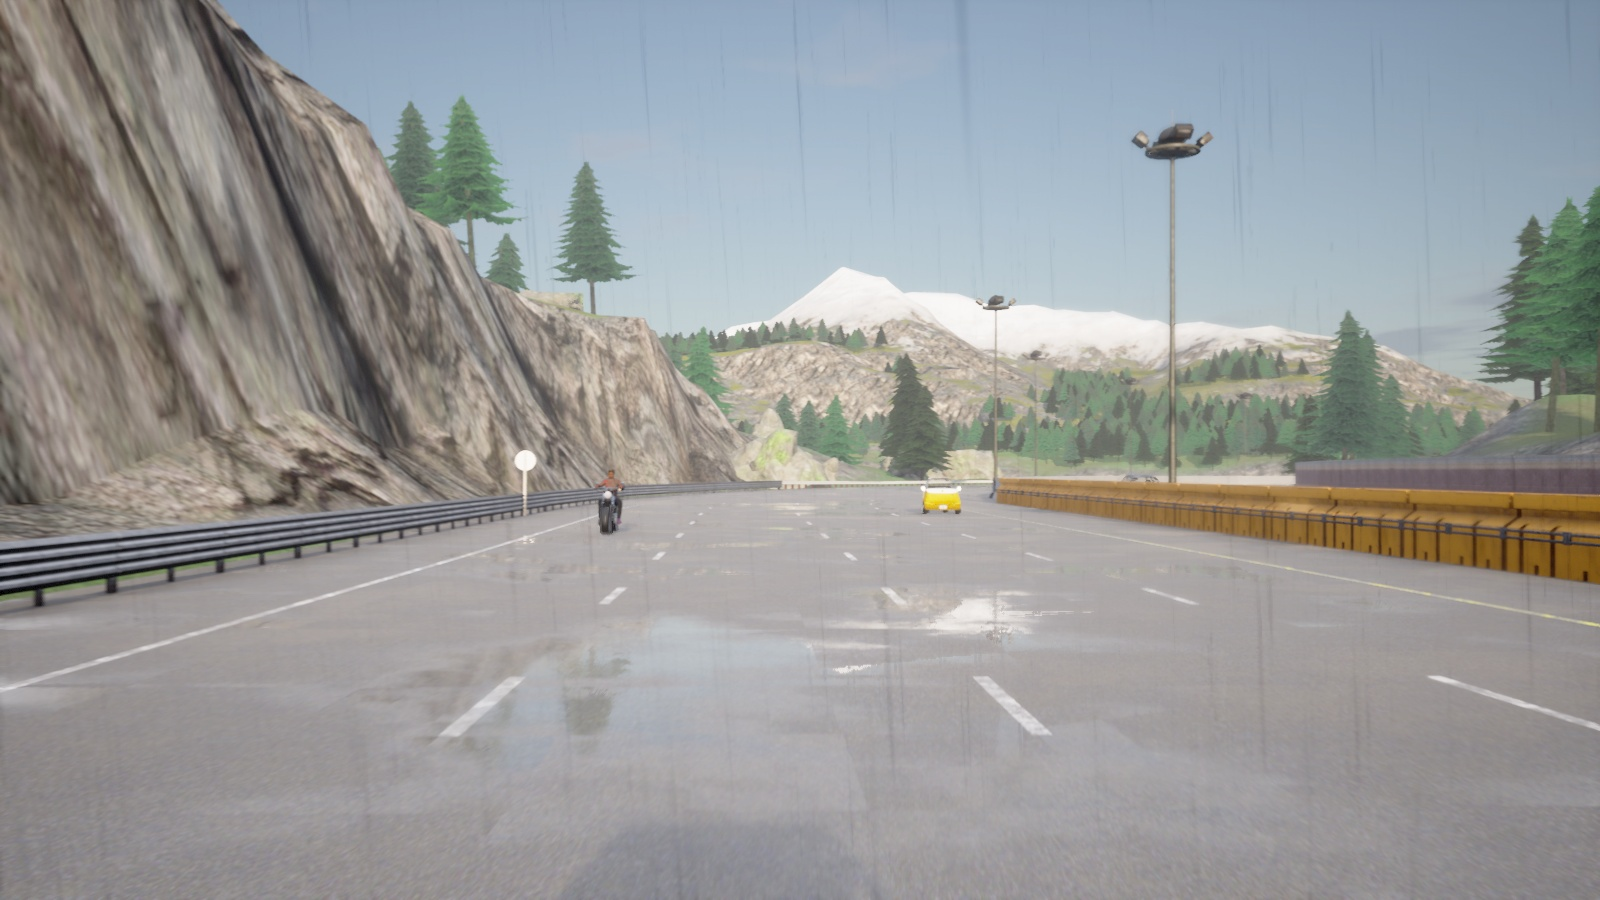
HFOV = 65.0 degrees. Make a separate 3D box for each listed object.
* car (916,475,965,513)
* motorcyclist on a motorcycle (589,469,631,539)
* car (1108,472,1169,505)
[{"bbox_3d":[5.202,1.632,46.605,1.481,1.376,2.207,0,-1,-2],"label":"car"},{"bbox_3d":[-4.639,1.298,30.838,0.766,1.649,2.350,0,-1,-3],"label":"motorcyclist on a motorcycle"},{"bbox_3d":[15.641,1.748,58.250,1.816,1.474,4.193,0,-1,2],"label":"car"}]
